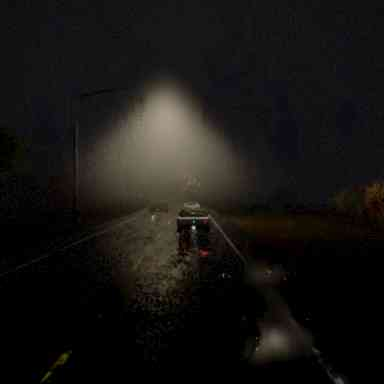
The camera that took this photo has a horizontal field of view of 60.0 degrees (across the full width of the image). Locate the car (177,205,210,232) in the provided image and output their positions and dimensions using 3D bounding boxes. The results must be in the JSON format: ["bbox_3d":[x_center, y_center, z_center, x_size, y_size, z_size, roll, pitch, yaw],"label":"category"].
[{"bbox_3d":[0.097,1.694,20.725,1.895,1.301,4.718,0,0,0],"label":"car"}]

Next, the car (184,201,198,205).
[{"bbox_3d":[-0.124,1.784,42.647,1.895,1.301,4.718,0,0,-2],"label":"car"}]

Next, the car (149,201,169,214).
[{"bbox_3d":[-3.734,1.731,38.114,1.994,1.385,4.181,0,0,-1],"label":"car"}]
